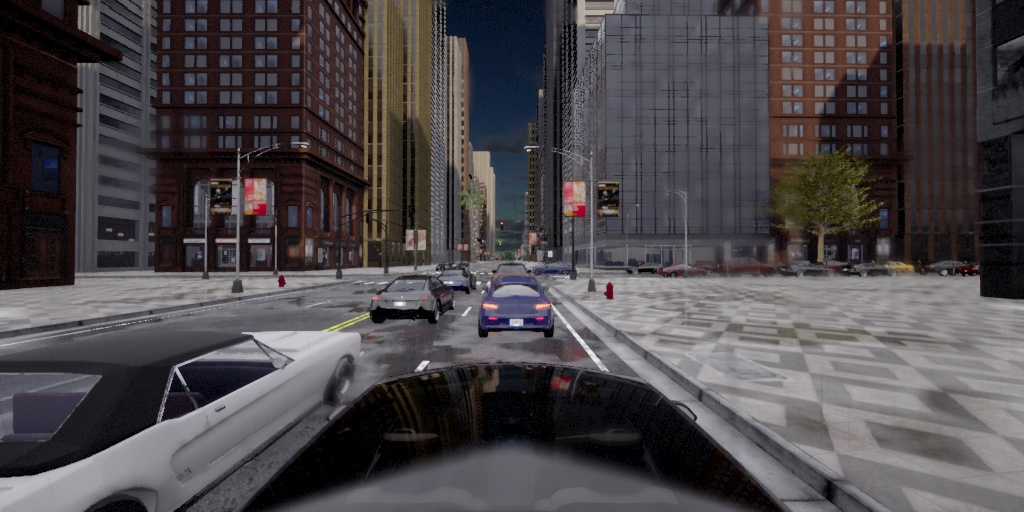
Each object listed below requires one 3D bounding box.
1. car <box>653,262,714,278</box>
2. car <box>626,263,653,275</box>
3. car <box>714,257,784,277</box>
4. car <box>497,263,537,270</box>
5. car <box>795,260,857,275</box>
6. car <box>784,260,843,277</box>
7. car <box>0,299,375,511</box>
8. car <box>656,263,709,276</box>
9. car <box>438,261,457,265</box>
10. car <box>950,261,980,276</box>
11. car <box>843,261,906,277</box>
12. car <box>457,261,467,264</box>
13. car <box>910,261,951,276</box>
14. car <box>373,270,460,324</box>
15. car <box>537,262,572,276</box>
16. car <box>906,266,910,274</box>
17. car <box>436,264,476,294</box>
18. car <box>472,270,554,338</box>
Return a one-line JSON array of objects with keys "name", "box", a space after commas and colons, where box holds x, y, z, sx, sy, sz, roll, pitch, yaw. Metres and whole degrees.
[{"name": "car", "box": [15.295, 1.327, 32.150, 4.207, 1.307, 1.802, 0, 0, -1]}, {"name": "car", "box": [15.159, 1.412, 40.674, 4.313, 1.339, 1.948, 0, 0, -1]}, {"name": "car", "box": [20.934, 1.041, 32.242, 5.009, 1.841, 2.192, 0, 0, -1]}, {"name": "car", "box": [-0.012, 1.135, 19.110, 2.097, 1.767, 4.553, 0, 0, 0]}, {"name": "car", "box": [33.358, 1.238, 38.215, 5.008, 1.535, 1.882, 0, -1, -1]}, {"name": "car", "box": [26.571, 1.276, 32.333, 4.313, 1.339, 1.948, 0, 0, -1]}, {"name": "car", "box": [-3.155, 1.351, 3.293, 1.895, 1.301, 4.718, 0, 0, 0]}, {"name": "car", "box": [18.028, 1.405, 37.969, 4.718, 1.301, 1.895, 0, -1, -1]}, {"name": "car", "box": [-9.877, 1.544, 52.852, 1.994, 1.385, 4.181, 0, 0, 0]}, {"name": "car", "box": [43.484, 1.214, 32.608, 4.507, 1.381, 1.888, 0, 0, -1]}, {"name": "car", "box": [32.208, 1.260, 32.425, 4.313, 1.339, 1.948, 0, 0, -1]}, {"name": "car", "box": [-9.861, 1.545, 63.138, 2.128, 1.511, 4.902, 0, 0, 0]}, {"name": "car", "box": [42.776, 1.206, 35.222, 4.892, 1.490, 1.837, 0, -1, -1]}, {"name": "car", "box": [-3.158, 1.327, 12.116, 1.994, 1.385, 4.181, 0, 0, 0]}, {"name": "car", "box": [4.155, 1.379, 37.743, 4.674, 1.442, 1.812, 0, -1, -1]}, {"name": "car", "box": [43.181, 1.296, 41.129, 4.829, 1.417, 1.751, 0, 0, -1]}, {"name": "car", "box": [-3.164, 1.353, 20.504, 1.994, 1.385, 4.181, 0, 0, 0]}, {"name": "car", "box": [0.099, 1.284, 10.124, 1.812, 1.442, 4.674, 0, 0, 0]}]
